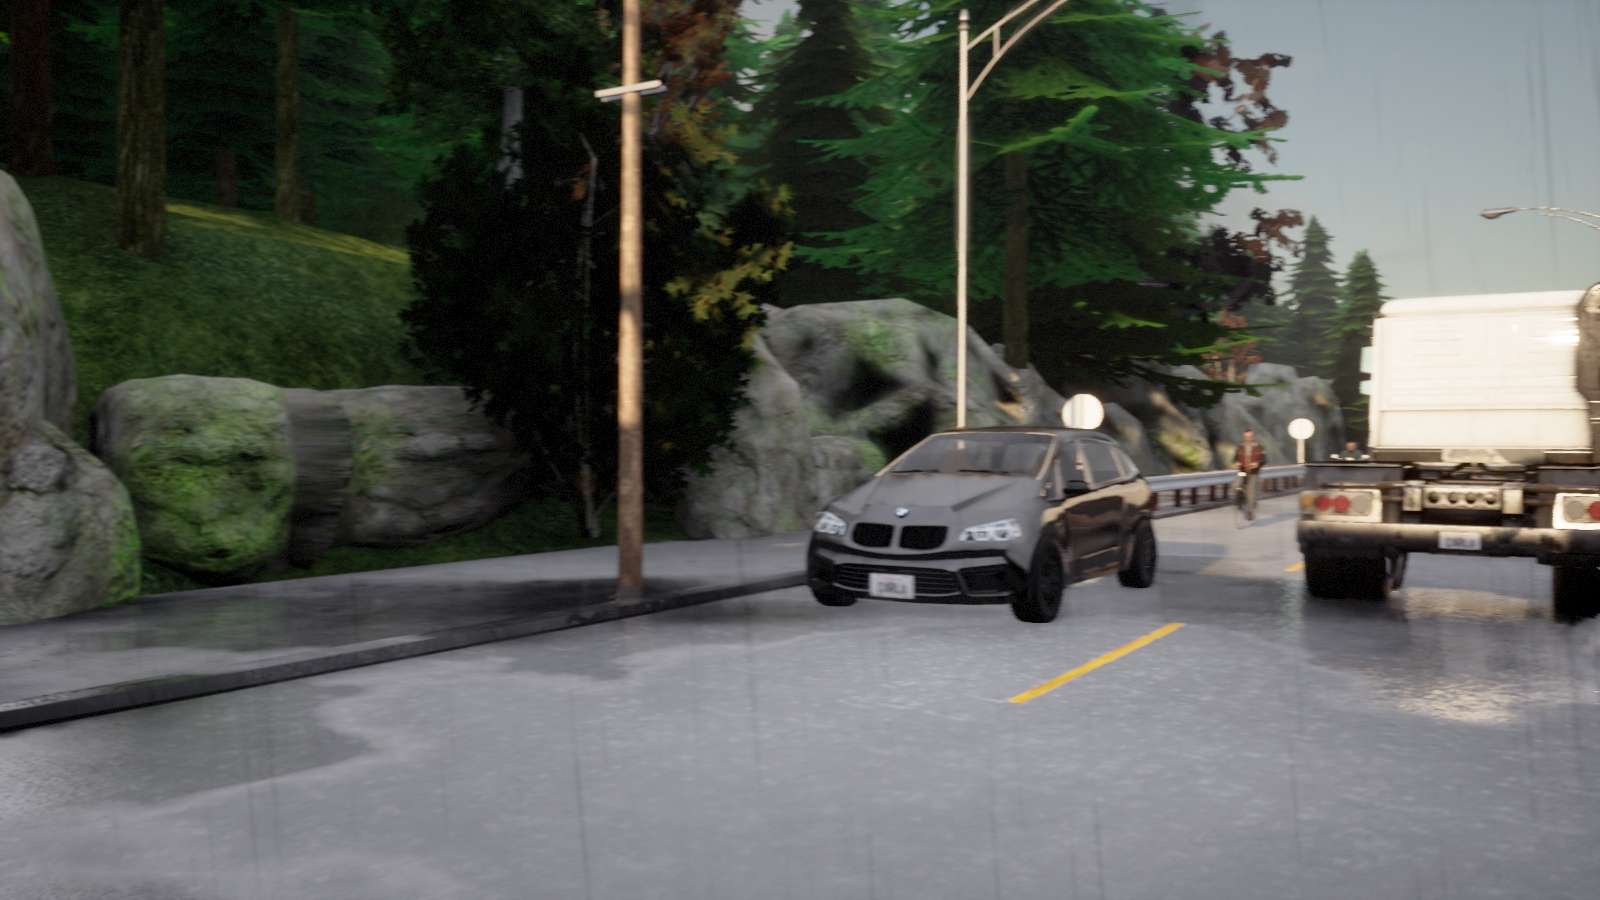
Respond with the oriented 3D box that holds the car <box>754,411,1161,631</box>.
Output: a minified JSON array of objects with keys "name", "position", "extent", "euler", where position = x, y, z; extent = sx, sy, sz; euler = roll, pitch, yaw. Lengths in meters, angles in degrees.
[{"name":"car","position":[1.748,0.525,12.076],"extent":[2.242,1.667,4.611],"euler":[1,0,30]}]

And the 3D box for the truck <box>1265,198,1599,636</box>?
[{"name":"truck","position":[7.432,-0.275,13.884],"extent":[2.891,3.462,7.936],"euler":[1,0,31]}]

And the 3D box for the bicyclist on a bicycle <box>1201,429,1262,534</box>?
[{"name":"bicyclist on a bicycle","position":[7.619,0.527,22.138],"extent":[0.659,1.776,1.843],"euler":[1,0,30]}]
